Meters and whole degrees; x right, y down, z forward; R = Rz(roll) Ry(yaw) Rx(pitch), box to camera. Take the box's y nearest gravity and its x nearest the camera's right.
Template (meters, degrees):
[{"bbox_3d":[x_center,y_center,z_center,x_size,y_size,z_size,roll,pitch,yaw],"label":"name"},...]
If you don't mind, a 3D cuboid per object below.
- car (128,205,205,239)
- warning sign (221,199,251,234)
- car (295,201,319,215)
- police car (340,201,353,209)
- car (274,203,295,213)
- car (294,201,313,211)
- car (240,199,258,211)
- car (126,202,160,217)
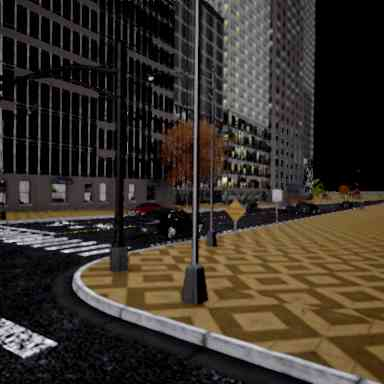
[{"bbox_3d":[-1.060,1.661,18.490,1.837,1.490,4.892,1,-1,32],"label":"car"},{"bbox_3d":[2.502,1.348,18.998,1.300,1.860,1.060,2,1,33],"label":"warning sign"},{"bbox_3d":[15.791,2.203,44.830,1.837,1.490,4.892,1,0,33],"label":"car"},{"bbox_3d":[30.910,2.584,66.271,1.930,1.638,5.238,1,0,33],"label":"police car"},{"bbox_3d":[13.222,2.208,46.839,2.033,1.411,5.357,1,-1,33],"label":"car"},{"bbox_3d":[18.538,2.334,55.177,1.837,1.490,4.892,1,-1,33],"label":"car"},{"bbox_3d":[8.663,1.955,51.909,2.097,1.767,4.553,1,0,33],"label":"car"},{"bbox_3d":[-4.276,1.716,31.962,1.812,1.442,4.674,1,0,33],"label":"car"}]
